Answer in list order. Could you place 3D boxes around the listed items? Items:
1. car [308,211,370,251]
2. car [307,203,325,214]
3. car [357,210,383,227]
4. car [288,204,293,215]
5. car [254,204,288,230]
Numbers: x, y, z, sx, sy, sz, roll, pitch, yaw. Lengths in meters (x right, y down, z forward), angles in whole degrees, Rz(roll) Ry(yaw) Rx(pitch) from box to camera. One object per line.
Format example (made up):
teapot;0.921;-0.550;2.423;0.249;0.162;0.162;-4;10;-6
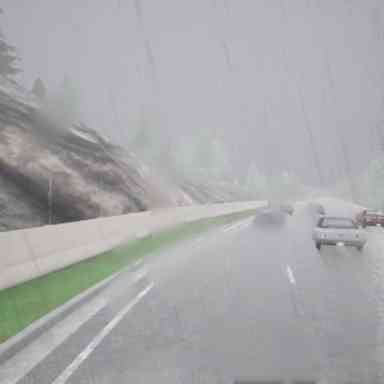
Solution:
car;6.569;1.806;15.368;1.895;1.301;4.718;0;-1;17
car;14.464;2.046;38.913;2.033;1.411;5.357;0;-1;19
car;13.165;1.948;24.287;1.895;1.301;4.718;0;-1;19
car;11.167;2.082;40.088;1.895;1.301;4.718;0;-1;19
car;5.606;1.803;23.748;1.812;1.442;4.674;0;-1;19
